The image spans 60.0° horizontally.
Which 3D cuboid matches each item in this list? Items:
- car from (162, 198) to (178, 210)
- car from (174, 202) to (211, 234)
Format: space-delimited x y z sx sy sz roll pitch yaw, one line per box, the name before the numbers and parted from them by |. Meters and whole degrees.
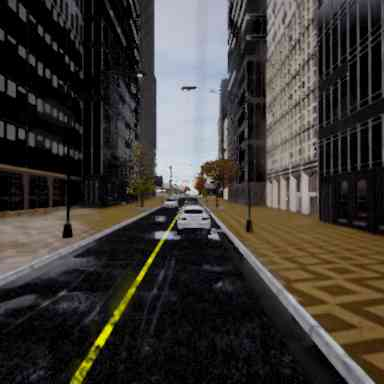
car | -2.799 1.548 44.390 1.812 1.442 4.674 0 0 0
car | 0.101 1.534 19.343 1.812 1.442 4.674 0 0 0
